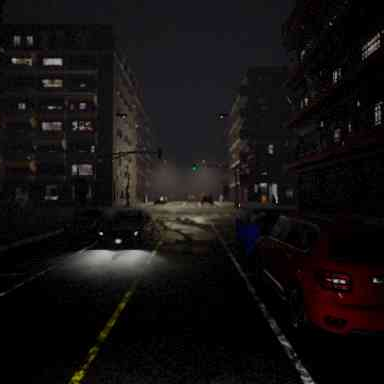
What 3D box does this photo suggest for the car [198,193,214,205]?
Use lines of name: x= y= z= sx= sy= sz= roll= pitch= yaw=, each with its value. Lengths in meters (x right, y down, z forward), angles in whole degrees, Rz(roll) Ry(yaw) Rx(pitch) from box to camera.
car: x=2.553 y=1.204 z=55.764 sx=2.192 sy=1.841 sz=5.009 roll=1 pitch=0 yaw=0

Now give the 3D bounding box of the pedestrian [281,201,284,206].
pedestrian: x=7.994 y=1.339 z=29.387 sx=0.500 sy=1.100 sz=0.500 roll=1 pitch=-1 yaw=0

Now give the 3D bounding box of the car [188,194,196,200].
car: x=-0.048 y=1.352 z=85.347 sx=1.882 sy=1.535 sz=5.008 roll=0 pitch=0 yaw=0

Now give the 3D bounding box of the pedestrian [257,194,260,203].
pedestrian: x=5.993 y=1.066 z=29.992 sx=0.375 sy=1.860 sz=0.375 roll=1 pitch=-1 yaw=0

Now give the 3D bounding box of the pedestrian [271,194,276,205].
pedestrian: x=6.994 y=1.040 z=28.793 sx=0.375 sy=1.860 sz=0.375 roll=1 pitch=-1 yaw=0

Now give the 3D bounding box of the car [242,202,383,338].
car: x=2.549 y=1.298 z=6.520 sx=2.192 sy=1.841 sz=5.009 roll=1 pitch=0 yaw=0

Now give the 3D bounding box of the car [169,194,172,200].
car: x=-5.334 y=1.446 z=61.275 sx=1.947 sy=1.339 sz=4.313 roll=1 pitch=0 yaw=0

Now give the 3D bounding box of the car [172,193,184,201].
car: x=-2.792 y=1.424 z=75.262 sx=1.994 sy=1.385 sz=4.181 roll=0 pitch=0 yaw=0

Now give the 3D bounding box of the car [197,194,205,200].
car: x=2.525 y=1.348 z=94.687 sx=1.967 sy=1.590 sz=4.097 roll=1 pitch=0 yaw=0

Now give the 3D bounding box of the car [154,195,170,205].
car: x=-5.331 y=1.455 z=55.714 sx=1.947 sy=1.339 sz=4.313 roll=1 pitch=0 yaw=0

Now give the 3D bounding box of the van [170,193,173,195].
van: x=-5.349 y=1.232 z=89.082 sx=1.690 sy=1.788 sz=3.998 roll=1 pitch=0 yaw=0

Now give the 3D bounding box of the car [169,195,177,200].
car: x=-5.357 y=1.459 z=94.647 sx=2.008 sy=1.369 sz=4.403 roll=1 pitch=0 yaw=0

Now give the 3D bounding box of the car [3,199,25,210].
car: x=-24.469 y=1.591 z=43.438 sx=4.829 sy=1.417 sz=1.752 roll=0 pitch=-1 yaw=0

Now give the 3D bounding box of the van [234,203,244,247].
van: x=2.545 y=1.311 z=12.052 sx=1.690 sy=1.788 sz=3.998 roll=1 pitch=0 yaw=0

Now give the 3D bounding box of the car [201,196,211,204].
car: x=2.546 y=1.405 z=61.493 sx=1.752 sy=1.417 sz=4.829 roll=1 pitch=0 yaw=0

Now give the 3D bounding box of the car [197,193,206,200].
car: x=2.530 y=1.206 z=89.123 sx=2.192 sy=1.841 sz=5.009 roll=1 pitch=0 yaw=0

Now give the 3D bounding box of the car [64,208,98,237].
car: x=-5.310 y=1.541 z=17.634 sx=1.802 sy=1.307 sz=4.206 roll=1 pitch=0 yaw=0

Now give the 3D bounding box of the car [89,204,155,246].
car: x=-2.846 y=1.511 z=15.467 sx=2.033 sy=1.411 sz=5.357 roll=0 pitch=0 yaw=0
